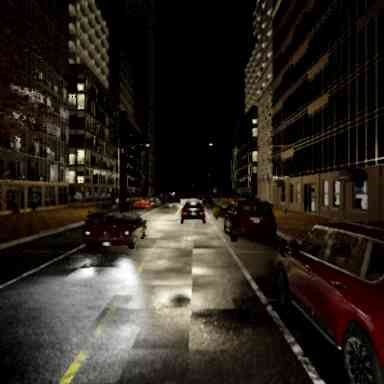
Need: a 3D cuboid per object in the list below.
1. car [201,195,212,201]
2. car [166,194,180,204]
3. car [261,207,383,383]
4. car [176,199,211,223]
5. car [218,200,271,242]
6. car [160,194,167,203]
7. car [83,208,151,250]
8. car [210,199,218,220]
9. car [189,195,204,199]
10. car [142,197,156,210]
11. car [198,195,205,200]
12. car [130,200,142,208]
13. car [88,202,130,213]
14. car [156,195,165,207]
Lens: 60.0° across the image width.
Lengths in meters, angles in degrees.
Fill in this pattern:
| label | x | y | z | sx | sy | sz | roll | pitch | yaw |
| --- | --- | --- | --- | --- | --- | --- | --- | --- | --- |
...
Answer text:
| label | x | y | z | sx | sy | sz | roll | pitch | yaw |
| --- | --- | --- | --- | --- | --- | --- | --- | --- | --- |
| car | 2.663 | 1.500 | 56.087 | 1.947 | 1.339 | 4.313 | 0 | 0 | 0 |
| car | -3.034 | 1.481 | 60.649 | 2.033 | 1.411 | 5.357 | 0 | 0 | 0 |
| car | 2.692 | 1.312 | 4.857 | 2.192 | 1.841 | 5.009 | 0 | 0 | 0 |
| car | 0.085 | 1.525 | 25.189 | 2.033 | 1.411 | 5.357 | 0 | 0 | 0 |
| car | 2.686 | 1.302 | 16.242 | 2.192 | 1.841 | 5.009 | 0 | 0 | 0 |
| car | -5.721 | 1.469 | 61.787 | 1.887 | 1.381 | 4.507 | 0 | 0 | 0 |
| car | -3.108 | 1.589 | 14.340 | 1.895 | 1.301 | 4.718 | 0 | 0 | 0 |
| car | 2.678 | 1.500 | 27.795 | 1.752 | 1.417 | 4.829 | 0 | 0 | 0 |
| car | 0.078 | 1.502 | 42.049 | 2.033 | 1.411 | 5.357 | 0 | 0 | 0 |
| car | -5.708 | 1.541 | 39.017 | 1.802 | 1.307 | 4.206 | 0 | 0 | 0 |
| car | 2.644 | 1.454 | 90.238 | 1.802 | 1.307 | 4.206 | 0 | 0 | 0 |
| car | -5.703 | 1.540 | 27.634 | 1.947 | 1.339 | 4.313 | 0 | 0 | 0 |
| car | -5.699 | 1.532 | 21.941 | 2.008 | 1.369 | 4.403 | 0 | 0 | 0 |
| car | -5.715 | 1.493 | 50.402 | 2.008 | 1.369 | 4.403 | 0 | 0 | 0 |
